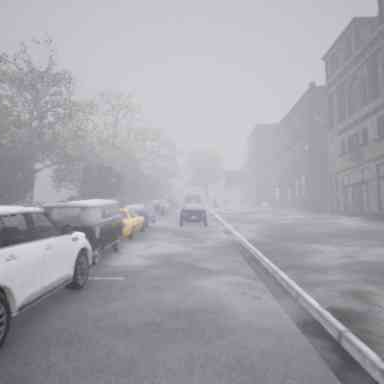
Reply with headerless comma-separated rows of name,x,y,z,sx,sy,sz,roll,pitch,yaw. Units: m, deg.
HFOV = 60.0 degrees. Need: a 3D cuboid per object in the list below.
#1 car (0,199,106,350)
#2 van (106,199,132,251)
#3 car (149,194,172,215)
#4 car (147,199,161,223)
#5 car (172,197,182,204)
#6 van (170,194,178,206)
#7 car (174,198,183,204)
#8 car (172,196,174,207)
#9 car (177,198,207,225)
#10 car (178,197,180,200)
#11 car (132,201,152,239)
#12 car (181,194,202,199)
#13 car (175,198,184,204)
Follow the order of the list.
car,-3.653,1.233,6.014,2.435,2.045,5.566,0,0,2
van,-3.650,1.263,11.672,1.878,1.987,4.442,0,0,2
car,-3.657,1.393,33.805,2.185,1.767,4.553,0,0,2
car,-3.655,1.501,22.690,2.097,1.535,5.008,0,0,2
car,-3.643,2.169,83.927,2.097,1.535,5.008,1,-2,2
van,-3.653,1.321,50.665,1.878,1.987,4.442,0,0,2
car,-3.651,2.329,89.486,2.097,1.535,5.008,0,-1,2
car,-3.656,1.568,39.404,2.002,1.452,4.674,0,0,2
car,0.098,1.501,24.345,1.882,1.535,5.008,0,0,0
car,-3.659,1.430,56.088,2.185,1.767,4.553,0,0,2
car,-3.647,1.491,17.310,1.946,1.575,5.366,0,0,2
car,0.099,1.275,42.443,2.150,2.045,5.566,0,0,0
car,-3.654,2.519,95.090,2.163,1.488,4.792,0,-1,2
